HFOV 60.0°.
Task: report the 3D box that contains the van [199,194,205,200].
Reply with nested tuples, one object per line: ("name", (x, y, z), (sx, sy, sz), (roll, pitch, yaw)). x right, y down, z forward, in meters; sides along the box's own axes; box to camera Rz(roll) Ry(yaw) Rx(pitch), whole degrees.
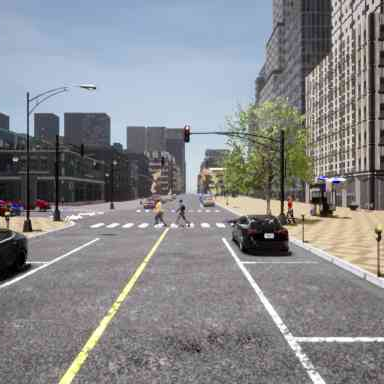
("van", (2.725, 1.349, 90.576), (1.690, 1.788, 3.998), (0, 0, 0))

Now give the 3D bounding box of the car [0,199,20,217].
("car", (-17.139, 1.101, 26.800), (5.009, 1.841, 2.192), (1, -1, -1))

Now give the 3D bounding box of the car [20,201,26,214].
("car", (-17.363, 1.322, 29.371), (4.674, 1.442, 1.812), (1, 0, -2))

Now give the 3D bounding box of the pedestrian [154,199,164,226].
("pedestrian", (-2.184, 1.295, 21.860), (0.375, 1.860, 0.375), (0, 0, 0))

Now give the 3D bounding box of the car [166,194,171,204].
("car", (-5.666, 1.555, 62.822), (2.008, 1.369, 4.403), (0, 0, 0))

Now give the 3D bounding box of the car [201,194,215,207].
("car", (2.711, 1.529, 51.889), (1.752, 1.417, 4.829), (0, 0, 0))

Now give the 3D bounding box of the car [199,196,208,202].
("car", (2.720, 1.573, 79.474), (1.947, 1.339, 4.313), (0, 0, 0))

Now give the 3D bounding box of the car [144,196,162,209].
("car", (-5.672, 1.585, 46.168), (1.802, 1.307, 4.206), (0, 0, 0))

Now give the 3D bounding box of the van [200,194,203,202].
("van", (2.714, 1.345, 57.270), (1.690, 1.788, 3.998), (0, 0, 0))

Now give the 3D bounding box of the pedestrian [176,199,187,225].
("pedestrian", (-0.653, 1.295, 21.345), (0.375, 1.860, 0.375), (0, 0, 0))

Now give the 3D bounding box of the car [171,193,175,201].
("car", (-5.661, 1.532, 79.304), (1.752, 1.417, 4.829), (0, 0, 0))

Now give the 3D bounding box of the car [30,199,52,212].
("car", (-17.257, 1.372, 35.175), (4.507, 1.381, 1.887), (1, -1, -1))

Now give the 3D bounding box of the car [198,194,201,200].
("car", (2.716, 1.556, 68.372), (2.008, 1.369, 4.403), (0, 0, 0))

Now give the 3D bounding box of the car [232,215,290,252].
("car", (2.698, 1.567, 13.690), (1.947, 1.339, 4.313), (0, 0, 0))

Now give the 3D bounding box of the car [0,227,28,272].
("car", (-5.684, 1.566, 8.153), (1.947, 1.339, 4.313), (0, 0, 0))

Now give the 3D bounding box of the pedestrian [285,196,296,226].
("pedestrian", (6.103, 1.143, 20.648), (0.375, 1.860, 0.375), (0, 0, 0))

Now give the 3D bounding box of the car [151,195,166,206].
("car", (-5.669, 1.318, 51.719), (2.192, 1.841, 5.009), (0, 0, 0))
